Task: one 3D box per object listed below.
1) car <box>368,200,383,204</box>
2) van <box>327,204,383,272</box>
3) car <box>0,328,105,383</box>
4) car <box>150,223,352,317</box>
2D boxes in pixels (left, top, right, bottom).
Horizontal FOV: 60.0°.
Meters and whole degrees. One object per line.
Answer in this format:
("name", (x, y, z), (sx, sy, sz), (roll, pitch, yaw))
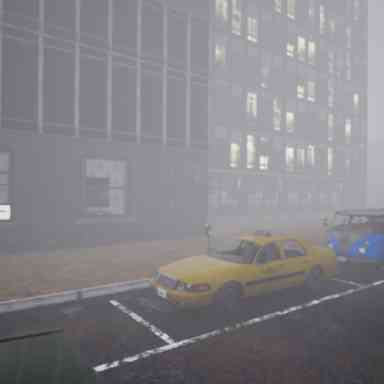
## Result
("car", (27.083, 1.727, 46.886), (1.802, 1.307, 4.206), (2, 0, -36))
("van", (6.065, 1.429, 10.874), (3.998, 1.788, 1.690), (1, 0, -35))
("car", (-2.723, 1.589, 1.434), (4.718, 1.301, 1.895), (1, 0, -35))
("car", (1.413, 1.568, 7.561), (4.829, 1.417, 1.752), (1, 0, -35))
